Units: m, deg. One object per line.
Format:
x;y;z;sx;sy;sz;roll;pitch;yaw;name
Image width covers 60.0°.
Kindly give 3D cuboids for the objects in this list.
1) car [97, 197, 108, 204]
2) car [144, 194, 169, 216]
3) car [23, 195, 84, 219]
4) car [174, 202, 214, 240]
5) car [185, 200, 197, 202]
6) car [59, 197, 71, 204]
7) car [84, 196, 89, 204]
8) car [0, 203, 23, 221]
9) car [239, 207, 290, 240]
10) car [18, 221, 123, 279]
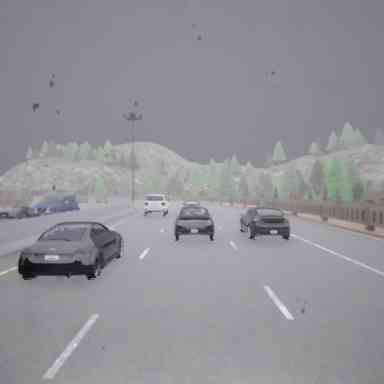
-18.337;1.708;67.842;2.128;1.511;4.902;0;0;-21;car
-3.507;1.257;33.217;2.150;2.045;5.566;0;0;-2;car
-10.620;1.244;26.106;2.150;2.045;5.566;0;0;0;car
0.104;1.499;16.990;2.128;1.511;4.902;0;0;0;car
-0.128;1.565;35.065;1.812;1.442;4.674;0;0;-3;car
-25.494;1.752;66.651;1.895;1.301;4.718;0;0;-24;car
-22.384;1.648;68.258;1.837;1.490;4.892;0;0;-24;car
-14.146;1.588;26.959;1.994;1.385;4.181;0;0;-1;car
3.604;1.512;17.079;1.837;1.490;4.892;0;0;0;car
-3.397;1.566;10.087;1.994;1.385;4.181;0;0;0;car
